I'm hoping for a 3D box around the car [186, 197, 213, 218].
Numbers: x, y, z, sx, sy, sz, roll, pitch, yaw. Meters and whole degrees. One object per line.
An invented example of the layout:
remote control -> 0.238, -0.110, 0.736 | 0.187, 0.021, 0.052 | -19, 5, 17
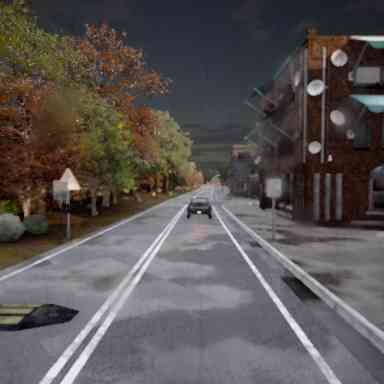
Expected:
car -> 0.595, 1.205, 26.683 | 1.837, 1.490, 4.892 | 0, 1, 1
